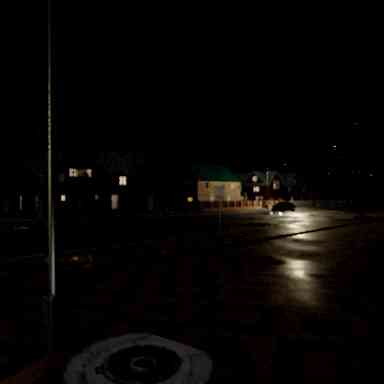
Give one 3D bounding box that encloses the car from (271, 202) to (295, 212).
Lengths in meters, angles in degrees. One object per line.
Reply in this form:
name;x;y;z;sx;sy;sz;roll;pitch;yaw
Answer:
car;13.603;2.196;49.433;1.837;1.490;4.892;-1;-1;43
